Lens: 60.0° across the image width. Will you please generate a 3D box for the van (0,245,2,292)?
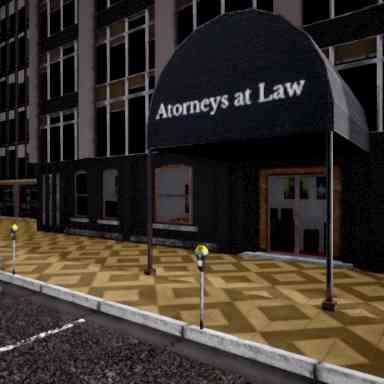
[{"bbox_3d":[-5.576,1.341,6.853,3.998,1.788,1.690,0,0,36],"label":"van"}]
